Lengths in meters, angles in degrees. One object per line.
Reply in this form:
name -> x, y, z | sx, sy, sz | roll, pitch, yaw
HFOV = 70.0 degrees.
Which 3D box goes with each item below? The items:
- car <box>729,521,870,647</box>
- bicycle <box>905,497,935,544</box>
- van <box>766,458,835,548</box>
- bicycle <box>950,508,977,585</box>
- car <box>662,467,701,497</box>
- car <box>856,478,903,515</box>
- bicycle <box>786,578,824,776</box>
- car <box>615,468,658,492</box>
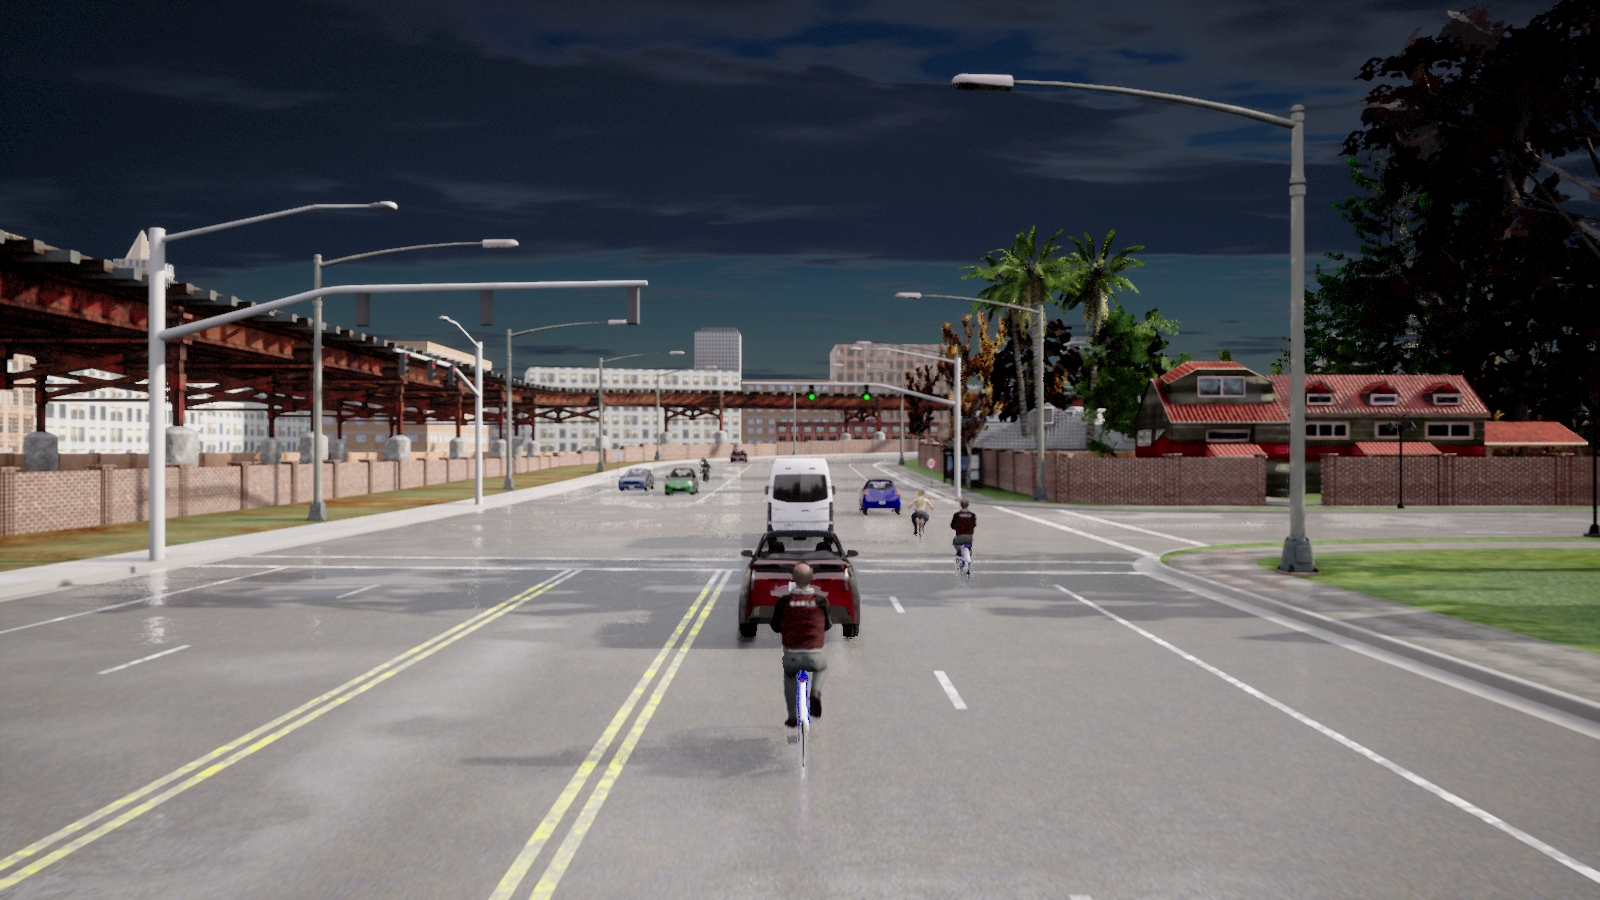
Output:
car -> -0.007, 2.044, 18.499 | 2.007, 1.525, 4.514 | 0, 0, 0
bicycle -> 3.681, 2.150, 35.062 | 0.859, 1.301, 1.487 | 2, 0, 7
van -> 0.015, 1.540, 35.952 | 1.988, 2.561, 5.915 | 0, 0, 0
bicycle -> 3.518, 2.054, 24.626 | 0.329, 1.496, 1.835 | 0, 0, 0
car -> -6.999, 1.871, 67.810 | 1.851, 1.617, 3.988 | 0, 1, 0
car -> 3.500, 2.022, 50.675 | 1.845, 1.501, 3.633 | 0, 0, 0
bicycle -> 0.040, 2.051, 10.735 | 0.329, 1.496, 1.835 | 0, 0, 0
car -> -10.499, 1.910, 73.863 | 2.033, 1.411, 5.357 | 0, 1, 0
